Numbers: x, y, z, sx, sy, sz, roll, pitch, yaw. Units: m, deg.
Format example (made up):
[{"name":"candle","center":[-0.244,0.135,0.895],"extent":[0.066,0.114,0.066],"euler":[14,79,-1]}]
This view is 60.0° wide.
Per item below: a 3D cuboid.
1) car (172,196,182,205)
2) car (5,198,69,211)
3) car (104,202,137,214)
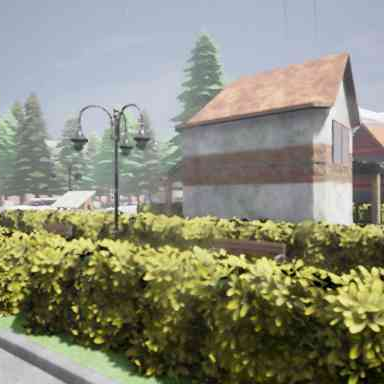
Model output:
[{"name":"car","center":[-0.903,1.555,45.198],"extent":[2.150,2.045,5.566],"euler":[0,0,40]},{"name":"car","center":[-13.202,1.558,28.773],"extent":[2.150,2.045,5.566],"euler":[0,0,36]},{"name":"car","center":[-7.459,1.862,36.709],"extent":[1.812,1.442,4.674],"euler":[0,0,37]}]
